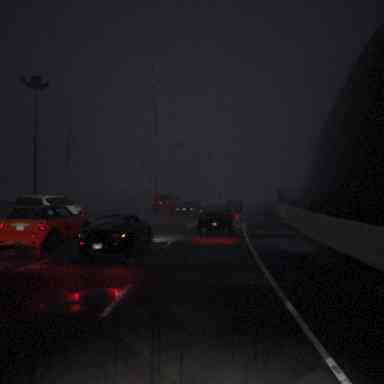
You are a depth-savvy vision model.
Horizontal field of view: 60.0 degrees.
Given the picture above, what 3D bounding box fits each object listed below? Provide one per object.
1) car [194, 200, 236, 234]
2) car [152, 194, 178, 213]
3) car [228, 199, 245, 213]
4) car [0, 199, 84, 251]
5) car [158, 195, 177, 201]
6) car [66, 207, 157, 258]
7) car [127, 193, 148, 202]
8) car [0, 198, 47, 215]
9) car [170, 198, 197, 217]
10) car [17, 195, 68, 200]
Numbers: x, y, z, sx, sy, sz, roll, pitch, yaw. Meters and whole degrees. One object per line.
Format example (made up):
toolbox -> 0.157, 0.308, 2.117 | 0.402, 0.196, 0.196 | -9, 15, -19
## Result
car -> 1.460, 1.482, 19.385 | 1.882, 1.535, 5.008 | 0, 0, 7
car -> -2.620, 1.220, 36.606 | 2.150, 2.045, 5.566 | 0, 0, 13
car -> 4.831, 1.503, 37.613 | 2.128, 1.511, 4.902 | 0, 0, 13
car -> -6.109, 1.343, 14.325 | 2.097, 1.767, 4.553 | 0, 0, 5
car -> -5.307, 1.307, 73.391 | 2.033, 1.411, 5.357 | 0, 0, 23
car -> -2.769, 1.522, 12.675 | 1.812, 1.442, 4.674 | 0, 0, 4
car -> -12.207, 1.201, 75.087 | 2.150, 2.045, 5.566 | 0, 0, 23
car -> -17.519, 1.465, 34.582 | 2.128, 1.511, 4.902 | 0, 0, 11
car -> -0.152, 1.550, 31.453 | 2.033, 1.411, 5.357 | 0, 0, 11
car -> -8.924, 1.208, 21.069 | 2.150, 2.045, 5.566 | 0, 0, 7
